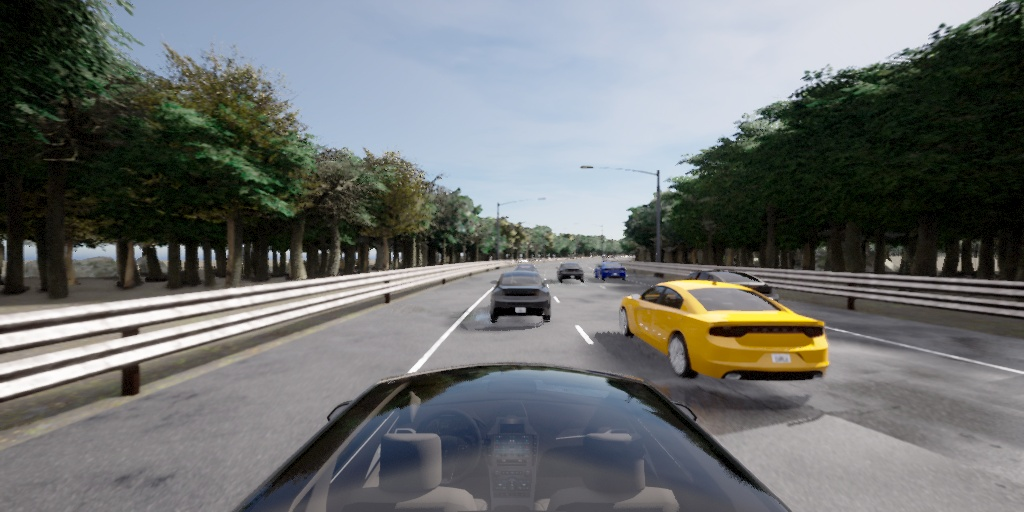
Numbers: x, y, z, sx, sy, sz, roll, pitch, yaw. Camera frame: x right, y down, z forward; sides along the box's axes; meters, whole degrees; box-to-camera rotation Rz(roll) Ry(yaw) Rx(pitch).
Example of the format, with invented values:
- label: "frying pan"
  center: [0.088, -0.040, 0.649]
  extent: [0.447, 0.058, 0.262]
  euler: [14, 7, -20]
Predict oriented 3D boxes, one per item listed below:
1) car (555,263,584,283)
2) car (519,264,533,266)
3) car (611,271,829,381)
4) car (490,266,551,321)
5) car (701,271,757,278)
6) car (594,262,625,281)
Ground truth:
- label: "car"
  center: [4.608, 1.283, 28.767]
  extent: [1.837, 1.490, 4.892]
  euler: [0, 0, 4]
- label: "car"
  center: [1.137, 1.340, 29.244]
  extent: [1.994, 1.385, 4.181]
  euler: [0, 0, 4]
- label: "car"
  center: [3.689, 1.235, 7.338]
  extent: [1.882, 1.535, 5.008]
  euler: [0, 0, 1]
- label: "car"
  center: [0.305, 1.264, 12.455]
  extent: [1.837, 1.490, 4.892]
  euler: [0, 0, 2]
- label: "car"
  center: [7.323, 1.270, 12.999]
  extent: [1.837, 1.490, 4.892]
  euler: [0, 0, 2]
- label: "car"
  center: [8.239, 1.261, 30.465]
  extent: [1.882, 1.535, 5.008]
  euler: [0, 0, 4]
